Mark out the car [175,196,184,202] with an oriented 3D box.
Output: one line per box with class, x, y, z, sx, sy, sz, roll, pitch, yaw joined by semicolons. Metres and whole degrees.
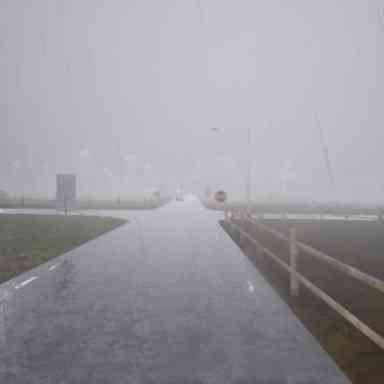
car;-2.729;1.484;72.326;1.895;1.301;4.718;0;0;0
